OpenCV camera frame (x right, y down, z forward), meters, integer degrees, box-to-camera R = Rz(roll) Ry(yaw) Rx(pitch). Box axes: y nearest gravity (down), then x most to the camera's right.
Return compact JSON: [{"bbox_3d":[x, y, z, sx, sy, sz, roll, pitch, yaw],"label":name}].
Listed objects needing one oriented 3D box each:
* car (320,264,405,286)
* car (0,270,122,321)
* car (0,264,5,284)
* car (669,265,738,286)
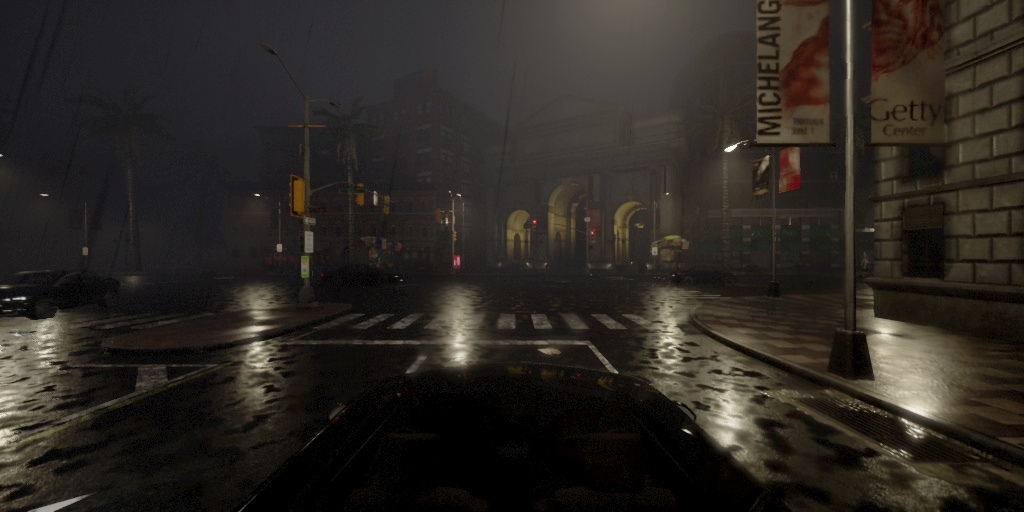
[{"bbox_3d":[-10.345,1.297,24.900,5.357,1.411,2.033,0,0,1],"label":"car"},{"bbox_3d":[-15.793,1.241,12.194,2.128,1.511,4.902,0,0,-21],"label":"car"},{"bbox_3d":[-39.223,1.275,25.187,4.674,1.442,1.812,0,0,1],"label":"car"},{"bbox_3d":[13.107,1.314,24.670,4.181,1.385,1.994,0,0,1],"label":"car"}]
